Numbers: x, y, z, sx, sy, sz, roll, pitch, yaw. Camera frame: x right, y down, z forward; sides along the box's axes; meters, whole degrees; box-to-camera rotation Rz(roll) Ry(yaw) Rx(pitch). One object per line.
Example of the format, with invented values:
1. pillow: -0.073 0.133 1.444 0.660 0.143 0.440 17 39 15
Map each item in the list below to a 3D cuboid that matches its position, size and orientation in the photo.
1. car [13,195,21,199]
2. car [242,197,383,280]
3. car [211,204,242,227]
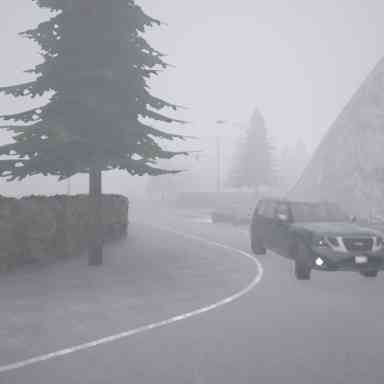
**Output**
1. car: -36.885 1.324 69.723 1.845 1.501 3.633 0 0 -24
2. car: 3.536 1.215 10.443 2.150 2.045 5.566 1 0 -8
3. car: 2.949 1.547 23.065 1.994 1.385 4.181 0 0 -23
